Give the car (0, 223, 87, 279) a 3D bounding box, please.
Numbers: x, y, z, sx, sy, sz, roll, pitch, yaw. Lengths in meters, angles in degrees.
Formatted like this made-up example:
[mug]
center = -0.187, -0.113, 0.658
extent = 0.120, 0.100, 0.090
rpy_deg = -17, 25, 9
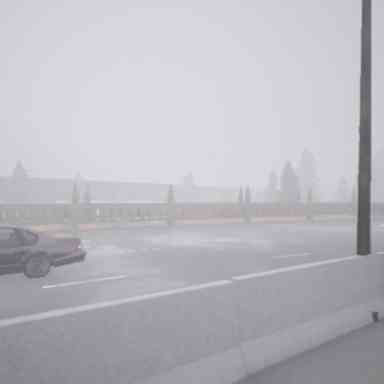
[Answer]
[car]
center = -5.547, 1.529, 8.520
extent = 5.357, 1.411, 2.033
rpy_deg = 1, 0, -35
